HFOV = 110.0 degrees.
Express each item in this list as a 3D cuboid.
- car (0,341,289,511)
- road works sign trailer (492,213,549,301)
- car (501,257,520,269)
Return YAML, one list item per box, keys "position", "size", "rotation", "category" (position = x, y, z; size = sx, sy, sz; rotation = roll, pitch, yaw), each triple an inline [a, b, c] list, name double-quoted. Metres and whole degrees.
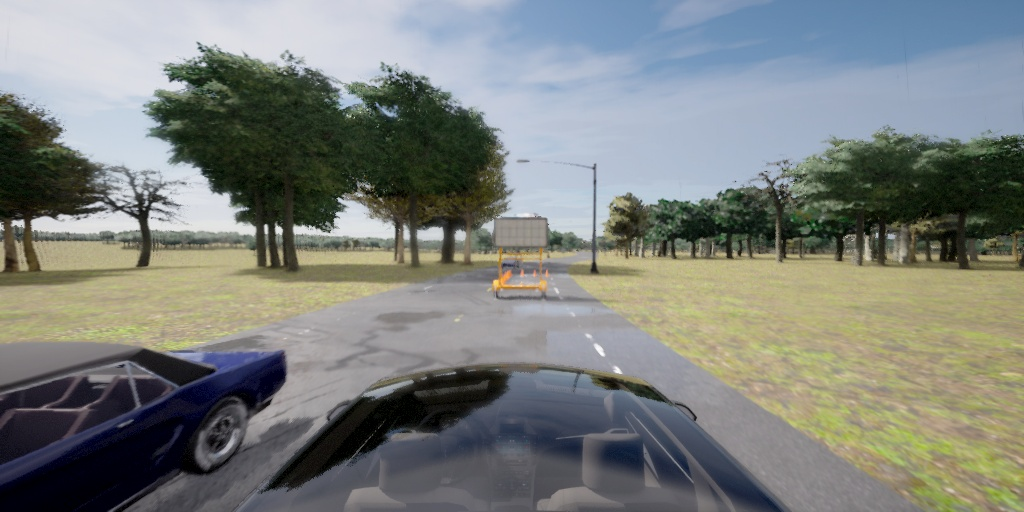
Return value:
- position: [-3.563, 1.334, 1.960]
  size: [1.895, 1.301, 4.718]
  rotation: [0, 1, 0]
  category: "car"
- position: [0.391, 0.025, 16.165]
  size: [2.380, 3.560, 2.880]
  rotation: [0, 0, 4]
  category: "road works sign trailer"
- position: [-0.242, 0.778, 43.290]
  size: [2.033, 1.411, 5.357]
  rotation: [0, 1, 9]
  category: "car"
